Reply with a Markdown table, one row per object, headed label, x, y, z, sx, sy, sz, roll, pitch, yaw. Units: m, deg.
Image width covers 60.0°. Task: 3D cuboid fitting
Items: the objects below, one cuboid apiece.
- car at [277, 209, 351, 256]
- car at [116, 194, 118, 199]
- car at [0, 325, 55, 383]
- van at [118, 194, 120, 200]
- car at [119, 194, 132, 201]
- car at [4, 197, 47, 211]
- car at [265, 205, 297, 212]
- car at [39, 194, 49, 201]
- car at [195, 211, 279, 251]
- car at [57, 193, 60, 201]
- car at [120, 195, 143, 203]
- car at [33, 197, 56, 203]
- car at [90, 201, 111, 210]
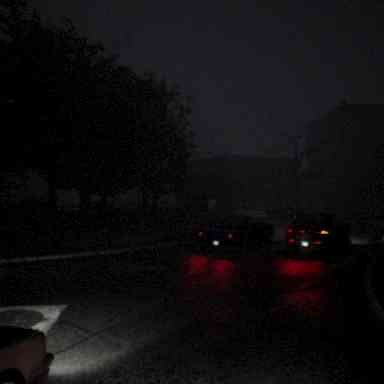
| label | x | y | z | sx | sy | sz | roll | pitch | yaw |
| --- | --- | --- | --- | --- | --- | --- | --- | --- | --- |
| car | 5.349 | 1.618 | 13.903 | 1.837 | 1.490 | 4.892 | 0 | -1 | 33 |
| car | -18.089 | 1.915 | 93.355 | 5.008 | 1.535 | 2.097 | 0 | 0 | -16 |
| car | -2.700 | 1.546 | 1.269 | 2.033 | 1.411 | 5.357 | 0 | 0 | 7 |
| van | -15.952 | 1.729 | 85.291 | 4.442 | 1.987 | 1.878 | 0 | 0 | -16 |
| car | -15.028 | 1.835 | 82.530 | 4.553 | 1.767 | 2.185 | 0 | 0 | -16 |
| car | -22.023 | 1.804 | 43.923 | 4.902 | 1.511 | 2.128 | 0 | -1 | -23 |
| car | 8.634 | 1.880 | 31.573 | 1.895 | 1.301 | 4.718 | 0 | -1 | -12 |
| car | -33.469 | 1.731 | 73.634 | 4.553 | 1.767 | 2.185 | 0 | 0 | -16 |
| car | 2.102 | 1.714 | 14.808 | 1.895 | 1.301 | 4.718 | 0 | -1 | 32 |
| car | -35.700 | 1.715 | 81.603 | 4.553 | 1.767 | 2.185 | 0 | 0 | -16 |
| car | -13.626 | 1.988 | 77.279 | 4.792 | 1.488 | 2.163 | 0 | 0 | -16 |
| car | -34.985 | 1.888 | 78.940 | 4.674 | 1.452 | 2.002 | 0 | 0 | -16 |
| car | -14.107 | 1.940 | 49.051 | 4.181 | 1.385 | 1.994 | 0 | -1 | 0 |
